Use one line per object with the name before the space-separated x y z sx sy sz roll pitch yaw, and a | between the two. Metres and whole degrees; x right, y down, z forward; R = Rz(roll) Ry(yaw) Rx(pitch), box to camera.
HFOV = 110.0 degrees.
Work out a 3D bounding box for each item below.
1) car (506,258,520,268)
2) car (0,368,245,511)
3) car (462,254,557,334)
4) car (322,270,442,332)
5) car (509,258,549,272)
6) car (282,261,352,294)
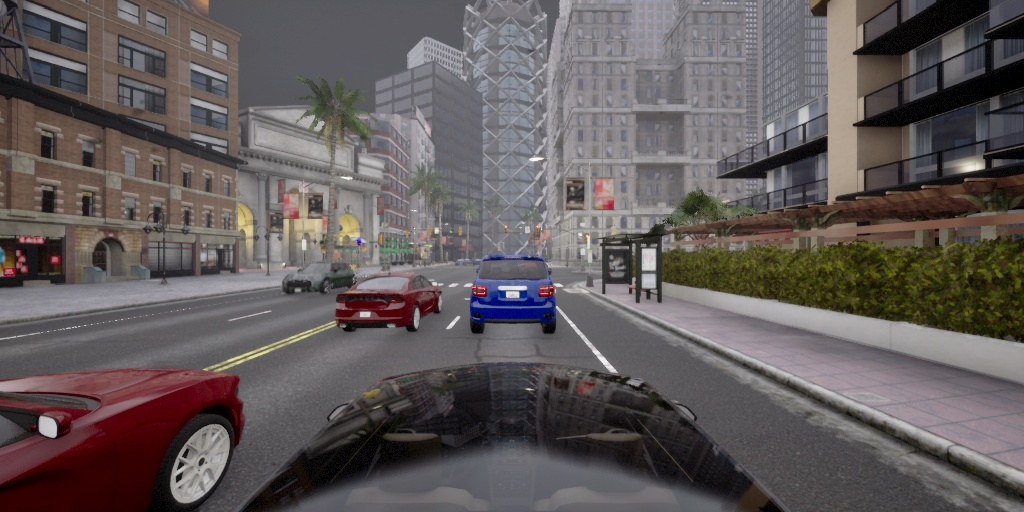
car | 0.157 1.227 62.868 1.882 1.535 5.008 -1 0 -6
car | -3.390 1.228 1.255 1.882 1.535 5.008 0 0 0
car | 0.052 0.971 10.823 2.150 2.045 5.566 0 0 1
car | -3.443 1.228 10.932 1.882 1.535 5.008 0 0 0
car | 2.165 1.102 45.233 4.553 1.767 2.097 0 0 -24
car | -10.550 1.102 19.951 2.097 1.767 4.553 0 0 1
